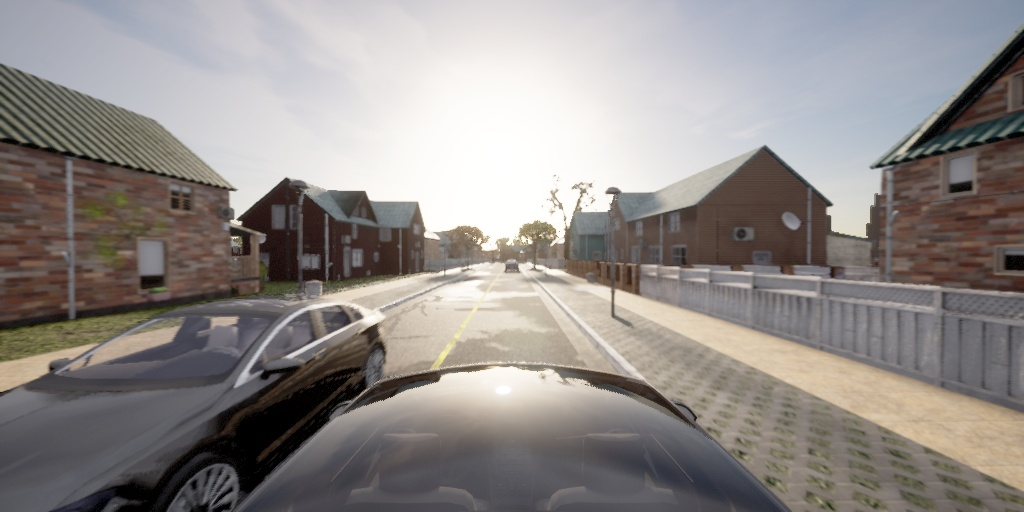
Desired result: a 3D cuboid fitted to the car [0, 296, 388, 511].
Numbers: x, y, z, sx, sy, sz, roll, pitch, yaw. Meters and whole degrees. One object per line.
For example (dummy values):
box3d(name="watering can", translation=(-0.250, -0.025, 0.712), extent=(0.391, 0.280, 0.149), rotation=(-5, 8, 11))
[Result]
box3d(name="car", translation=(-2.844, 1.239, 3.724), extent=(2.128, 1.511, 4.902), rotation=(0, 0, 0))

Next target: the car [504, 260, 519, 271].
box3d(name="car", translation=(-0.019, 1.279, 48.880), extent=(1.882, 1.535, 5.008), rotation=(0, 0, 0))
